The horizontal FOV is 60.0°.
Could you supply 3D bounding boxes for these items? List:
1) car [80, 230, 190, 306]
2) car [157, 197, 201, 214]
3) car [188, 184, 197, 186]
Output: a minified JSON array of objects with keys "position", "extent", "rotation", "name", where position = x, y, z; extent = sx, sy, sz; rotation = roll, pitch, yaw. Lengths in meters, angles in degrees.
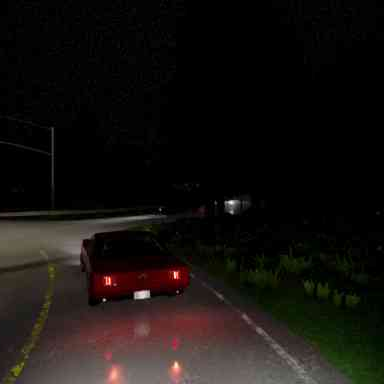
[{"position":[-1.695,1.601,8.189],"extent":[1.895,1.301,4.718],"rotation":[0,0,-21],"name":"car"},{"position":[-1.232,1.256,31.942],"extent":[2.128,1.511,4.902],"rotation":[0,2,42],"name":"car"},{"position":[0.013,-1.820,70.135],"extent":[2.128,1.511,4.902],"rotation":[0,5,-1],"name":"car"}]
